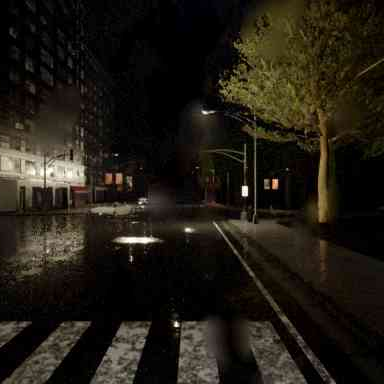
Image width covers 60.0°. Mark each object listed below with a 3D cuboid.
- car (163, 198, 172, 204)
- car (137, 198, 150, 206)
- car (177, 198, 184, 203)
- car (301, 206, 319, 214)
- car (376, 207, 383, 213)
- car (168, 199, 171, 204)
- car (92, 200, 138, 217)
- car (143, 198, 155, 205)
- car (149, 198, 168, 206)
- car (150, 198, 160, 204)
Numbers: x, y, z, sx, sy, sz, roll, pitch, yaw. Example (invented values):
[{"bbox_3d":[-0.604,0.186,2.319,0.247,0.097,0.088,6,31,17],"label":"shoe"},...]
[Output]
[{"bbox_3d":[-6.274,2.310,84.601,1.895,1.301,4.718,0,-1,0],"label":"car"},{"bbox_3d":[-9.616,1.922,64.593,2.128,1.511,4.902,0,-1,1],"label":"car"},{"bbox_3d":[-3.015,2.305,87.938,2.033,1.411,5.357,0,-1,0],"label":"car"},{"bbox_3d":[18.781,2.750,51.167,4.718,1.301,1.895,3,-2,-45],"label":"car"},{"bbox_3d":[43.934,4.090,76.413,5.357,1.411,2.033,4,-3,-45],"label":"car"},{"bbox_3d":[-6.302,2.039,74.277,1.882,1.535,5.008,0,-1,0],"label":"car"},{"bbox_3d":[-7.576,1.728,32.565,1.895,1.301,4.718,0,0,22],"label":"car"},{"bbox_3d":[-9.551,2.110,74.890,2.033,1.411,5.357,0,-1,0],"label":"car"},{"bbox_3d":[-6.367,1.975,64.327,2.033,1.411,5.357,0,-1,1],"label":"car"},{"bbox_3d":[-9.522,2.267,85.433,2.033,1.411,5.357,0,-1,0],"label":"car"}]
